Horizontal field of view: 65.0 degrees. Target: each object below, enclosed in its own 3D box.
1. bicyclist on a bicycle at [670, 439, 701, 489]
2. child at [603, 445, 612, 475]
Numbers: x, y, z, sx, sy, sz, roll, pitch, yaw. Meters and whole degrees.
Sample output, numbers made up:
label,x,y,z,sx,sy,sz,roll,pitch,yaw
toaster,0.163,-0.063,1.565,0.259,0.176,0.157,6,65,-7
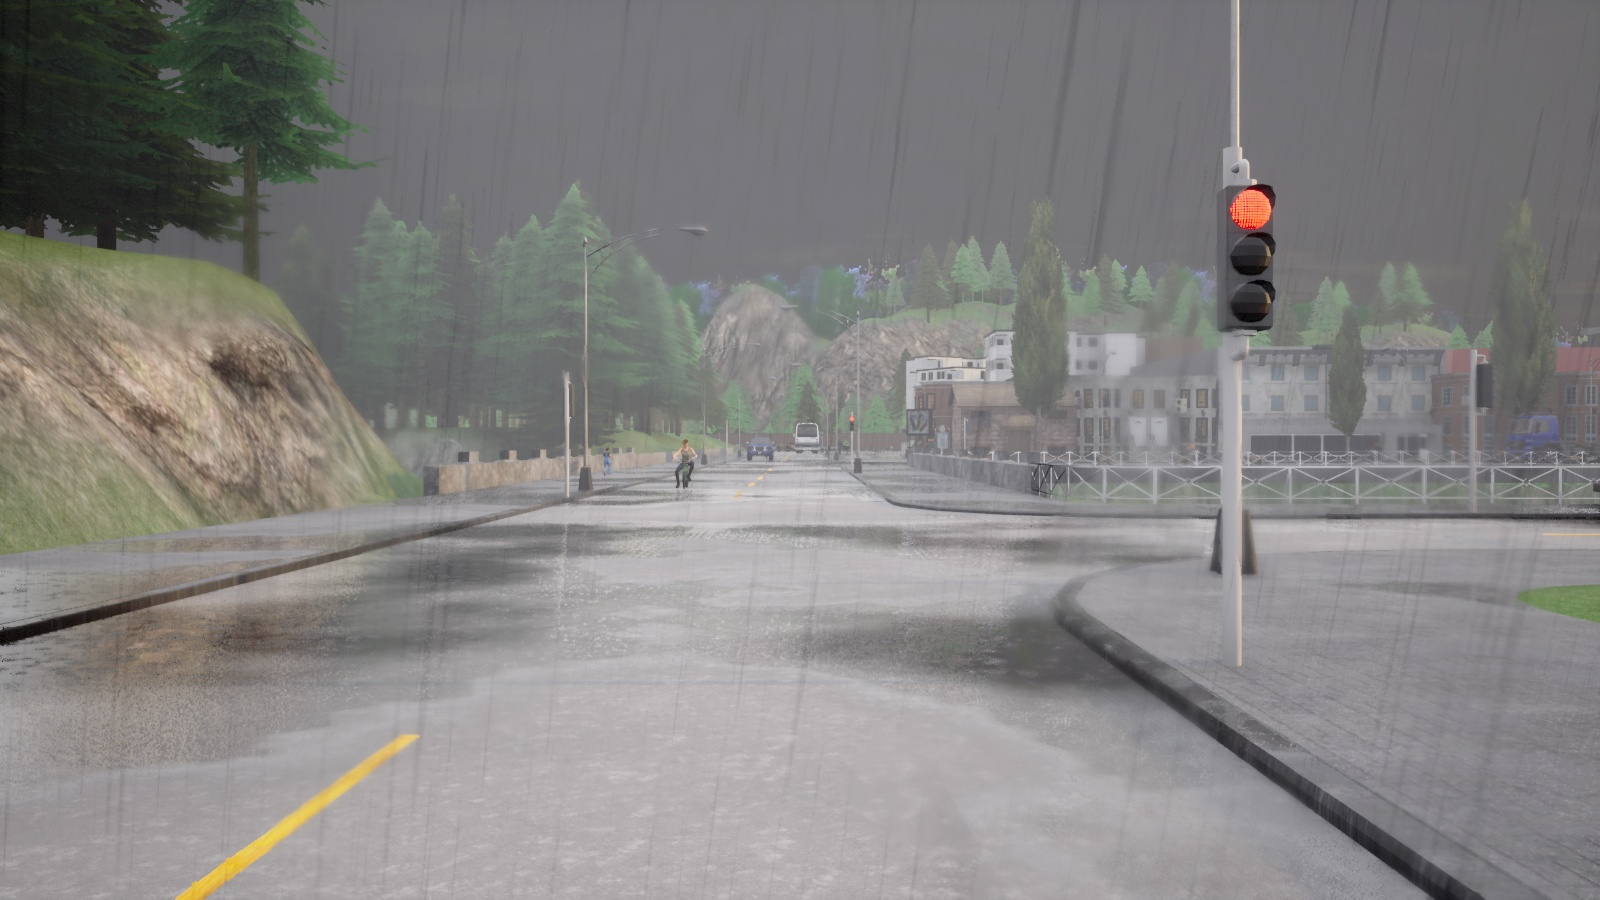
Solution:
label,x,y,z,sx,sy,sz,roll,pitch,yaw
bicyclist on a bicycle,-3.753,0.448,41.180,0.866,1.612,1.509,0,0,0
child,-8.225,0.427,53.672,0.270,1.263,0.437,0,0,3
